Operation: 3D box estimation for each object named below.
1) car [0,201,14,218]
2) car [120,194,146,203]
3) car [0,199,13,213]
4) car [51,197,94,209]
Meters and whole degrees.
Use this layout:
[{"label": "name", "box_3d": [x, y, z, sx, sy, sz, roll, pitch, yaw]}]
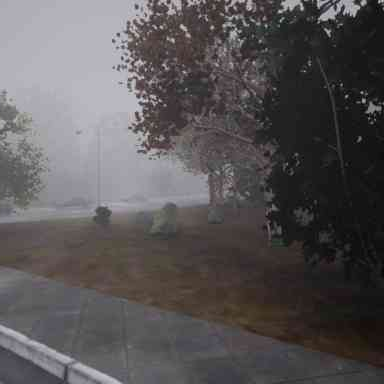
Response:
[{"label": "car", "box_3d": [-18.431, 1.267, 28.559, 2.150, 2.045, 5.566, 0, 0, 38]}, {"label": "car", "box_3d": [-9.087, 0.942, 51.743, 1.994, 1.385, 4.181, 0, 3, 39]}, {"label": "car", "box_3d": [-22.151, 1.532, 35.556, 1.837, 1.490, 4.892, 0, 1, 39]}, {"label": "car", "box_3d": [-15.617, 1.339, 43.665, 2.033, 1.411, 5.357, 0, 2, 39]}]
